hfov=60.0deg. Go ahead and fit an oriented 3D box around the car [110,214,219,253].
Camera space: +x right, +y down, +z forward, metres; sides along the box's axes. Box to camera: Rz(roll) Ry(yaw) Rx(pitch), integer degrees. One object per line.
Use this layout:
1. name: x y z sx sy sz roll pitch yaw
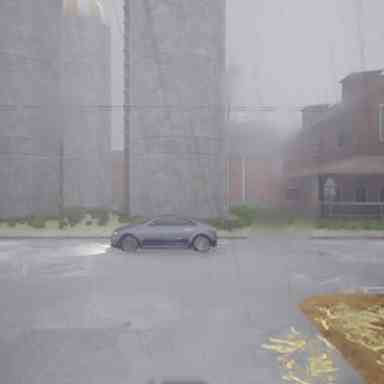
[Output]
1. car: -1.044 1.571 13.149 4.181 1.385 1.994 0 0 0
